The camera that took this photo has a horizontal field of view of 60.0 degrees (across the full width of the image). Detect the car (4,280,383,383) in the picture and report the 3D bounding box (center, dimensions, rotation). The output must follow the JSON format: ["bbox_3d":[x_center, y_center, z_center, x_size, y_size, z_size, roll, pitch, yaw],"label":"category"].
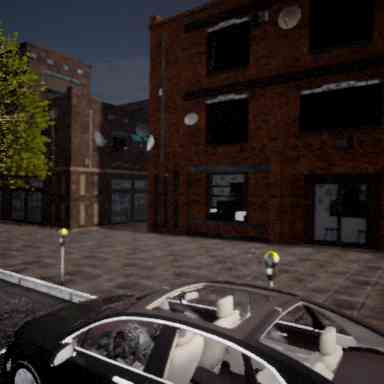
[{"bbox_3d":[-0.015,1.544,3.028,4.403,1.369,2.008,0,1,35],"label":"car"}]
